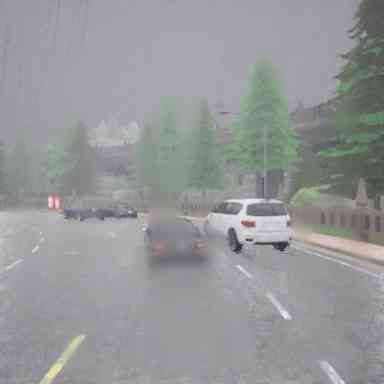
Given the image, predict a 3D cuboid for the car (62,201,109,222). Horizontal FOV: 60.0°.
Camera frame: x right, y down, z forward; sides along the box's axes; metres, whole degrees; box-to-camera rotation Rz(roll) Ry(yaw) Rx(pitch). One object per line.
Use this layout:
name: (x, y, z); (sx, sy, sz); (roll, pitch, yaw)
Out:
car: (-9.389, 1.531, 28.537); (2.097, 1.767, 4.553); (0, 0, -42)

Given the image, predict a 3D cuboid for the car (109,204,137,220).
car: (-6.882, 1.759, 30.912); (1.994, 1.385, 4.181); (0, -1, -43)

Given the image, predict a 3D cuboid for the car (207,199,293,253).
car: (2.231, 1.316, 14.491); (2.150, 2.045, 5.566); (0, 0, -13)

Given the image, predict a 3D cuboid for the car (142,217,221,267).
car: (-0.724, 1.622, 11.750); (2.033, 1.411, 5.357); (0, 0, -10)
